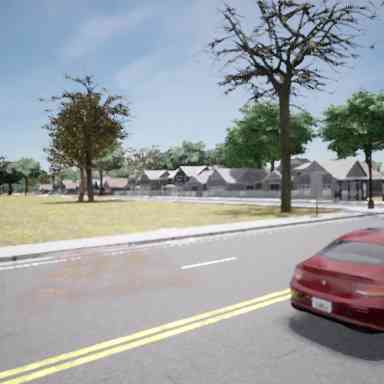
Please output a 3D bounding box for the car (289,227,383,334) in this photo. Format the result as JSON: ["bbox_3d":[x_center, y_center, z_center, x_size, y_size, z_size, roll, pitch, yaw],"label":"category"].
[{"bbox_3d":[3.724,1.368,6.004,4.674,1.442,1.812,-2,1,-35],"label":"car"}]
